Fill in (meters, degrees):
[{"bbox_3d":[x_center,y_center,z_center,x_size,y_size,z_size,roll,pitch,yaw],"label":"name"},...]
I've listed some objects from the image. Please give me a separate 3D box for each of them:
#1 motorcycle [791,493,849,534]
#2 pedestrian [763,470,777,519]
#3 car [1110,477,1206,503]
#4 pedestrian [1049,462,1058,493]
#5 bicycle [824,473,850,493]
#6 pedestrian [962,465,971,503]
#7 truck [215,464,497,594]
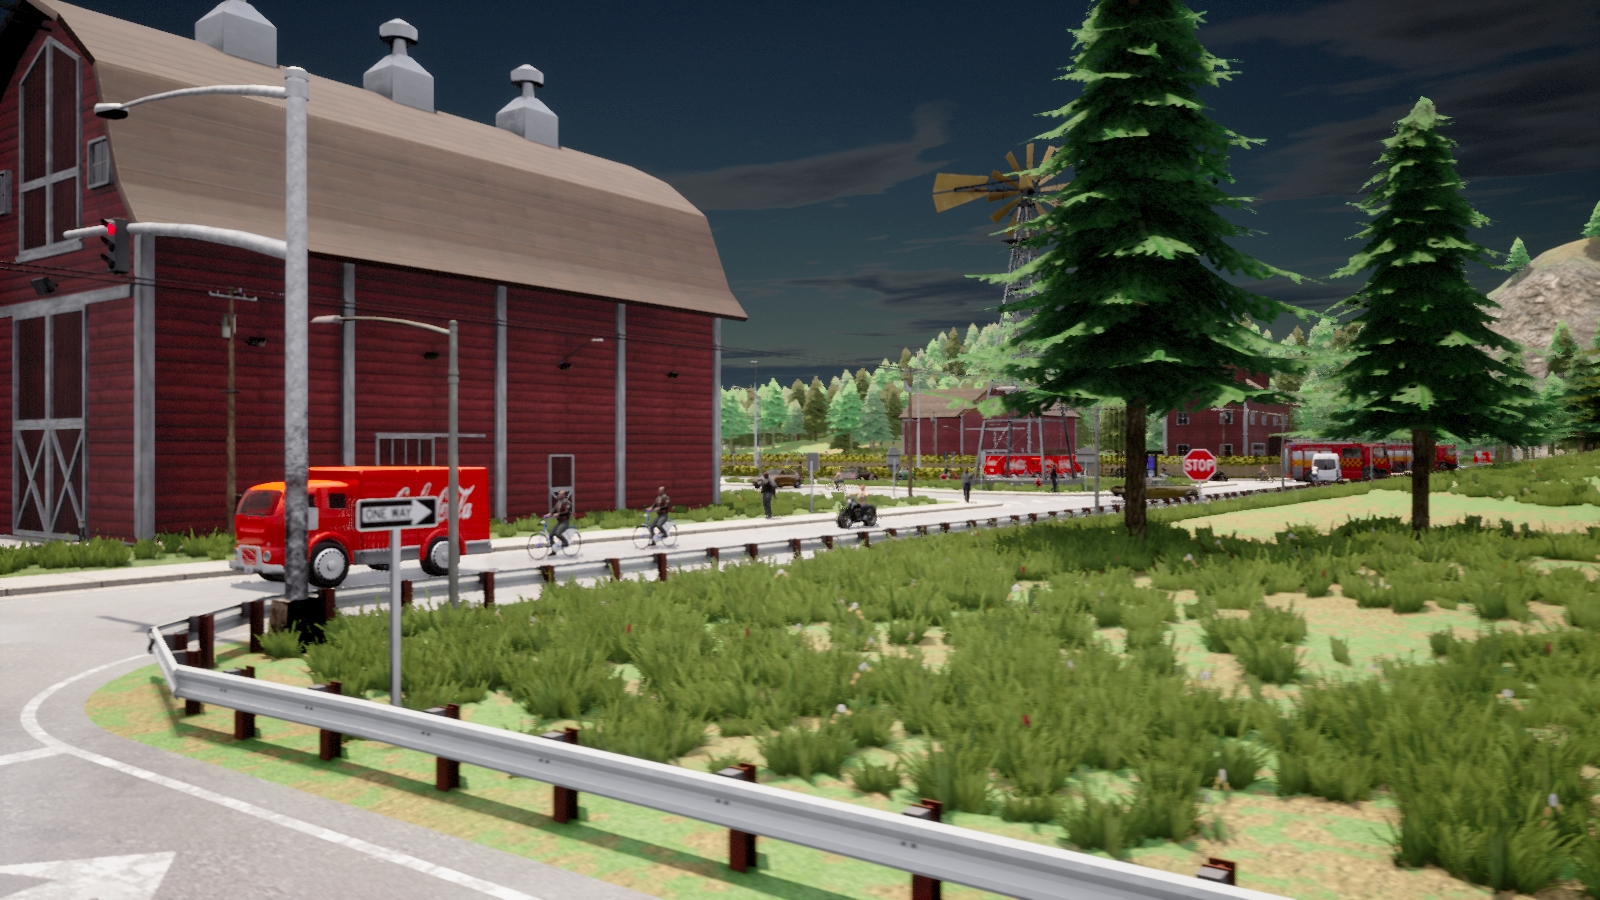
[{"bbox_3d":[0.699,2.170,39.362,0.764,1.277,2.356,0,0,36],"label":"motorcycle"},{"bbox_3d":[-1.169,1.696,43.960,0.375,1.860,0.375,0,0,44],"label":"pedestrian"},{"bbox_3d":[19.538,2.155,62.430,4.718,1.301,1.895,0,0,-12],"label":"car"},{"bbox_3d":[15.648,1.698,70.541,0.375,1.860,0.375,0,0,40],"label":"pedestrian"},{"bbox_3d":[2.409,2.158,74.507,1.487,1.276,0.859,0,0,35],"label":"bicycle"},{"bbox_3d":[8.328,1.697,57.133,0.375,1.860,0.375,0,0,18],"label":"pedestrian"},{"bbox_3d":[-9.618,1.568,25.176,2.627,2.467,5.204,0,0,36],"label":"truck"}]
